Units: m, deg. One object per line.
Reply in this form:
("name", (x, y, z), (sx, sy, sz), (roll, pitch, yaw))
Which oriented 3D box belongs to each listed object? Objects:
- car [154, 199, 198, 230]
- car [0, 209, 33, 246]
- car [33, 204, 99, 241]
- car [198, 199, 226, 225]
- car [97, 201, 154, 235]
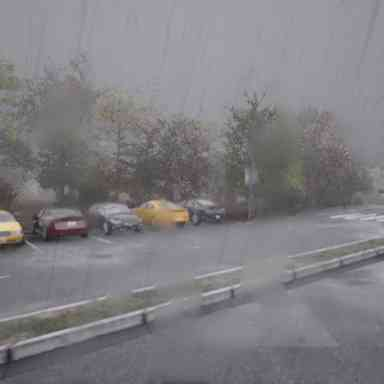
("car", (-2.139, 1.259, 19.703), (2.097, 1.535, 5.008), (-2, 1, -35))
("car", (-8.763, 1.489, 14.763), (1.946, 1.575, 5.366), (-2, 1, -35))
("car", (-6.639, 1.448, 16.539), (2.163, 1.488, 4.792), (-2, 1, -35))
("car", (0.104, 1.178, 21.300), (2.231, 1.521, 4.892), (-2, 1, -35))
("car", (-4.387, 1.340, 18.116), (2.231, 1.521, 4.892), (-2, 1, -35))
